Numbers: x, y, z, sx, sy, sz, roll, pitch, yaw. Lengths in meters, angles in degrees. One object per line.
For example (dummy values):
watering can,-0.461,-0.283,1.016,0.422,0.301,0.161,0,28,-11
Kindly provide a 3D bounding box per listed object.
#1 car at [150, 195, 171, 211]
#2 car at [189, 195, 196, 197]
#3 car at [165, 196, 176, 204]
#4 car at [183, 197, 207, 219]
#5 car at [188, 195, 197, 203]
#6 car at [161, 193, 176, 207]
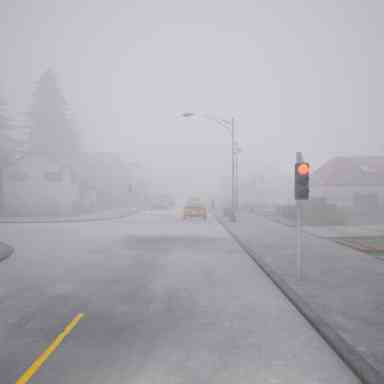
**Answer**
car,-4.041,1.502,41.707,1.837,1.490,4.892,0,0,0
car,0.176,1.488,52.939,2.128,1.511,4.902,0,0,0
car,-3.976,1.522,62.102,1.812,1.442,4.674,0,0,0
car,0.236,1.476,28.970,1.882,1.535,5.008,1,0,2
car,0.109,1.571,76.634,2.097,1.767,4.553,0,0,0
car,-4.025,1.219,51.756,2.150,2.045,5.566,0,0,0
